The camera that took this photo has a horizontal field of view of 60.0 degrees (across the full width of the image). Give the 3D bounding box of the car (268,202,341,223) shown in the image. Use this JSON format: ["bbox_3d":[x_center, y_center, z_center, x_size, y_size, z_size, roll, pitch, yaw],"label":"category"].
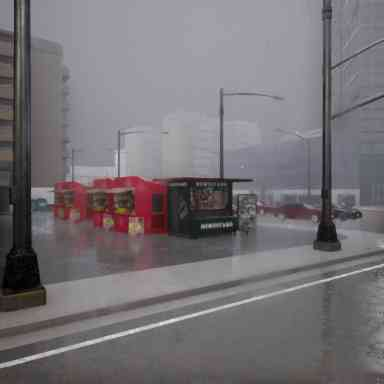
[{"bbox_3d":[8.956,1.589,26.835,1.882,1.535,5.008,0,-1,-38],"label":"car"}]

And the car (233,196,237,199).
[{"bbox_3d":[6.463,1.587,48.550,2.150,2.045,5.566,0,-1,-36],"label":"car"}]

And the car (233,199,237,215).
[{"bbox_3d":[3.506,1.750,34.394,1.812,1.442,4.674,0,-1,-36],"label":"car"}]

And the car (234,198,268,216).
[{"bbox_3d":[6.910,1.689,35.657,1.882,1.535,5.008,0,-1,-36],"label":"car"}]

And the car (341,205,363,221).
[{"bbox_3d":[12.183,1.672,28.378,1.994,1.385,4.181,0,-1,-35],"label":"car"}]
